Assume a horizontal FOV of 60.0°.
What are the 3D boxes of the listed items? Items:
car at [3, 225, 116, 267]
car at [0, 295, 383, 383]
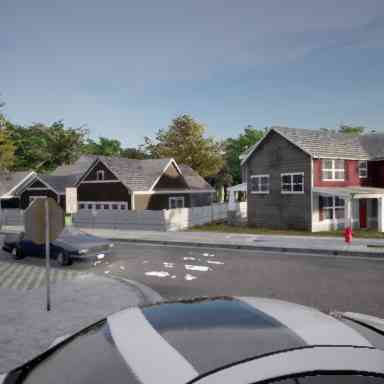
[{"bbox_3d":[-5.662,2.082,13.836,5.357,1.411,2.033,-2,0,32],"label":"car"},{"bbox_3d":[-0.127,1.528,2.049,4.674,1.442,1.812,0,0,-25],"label":"car"}]
